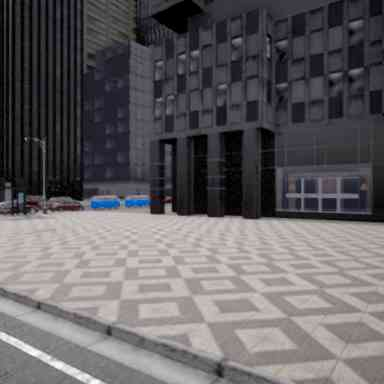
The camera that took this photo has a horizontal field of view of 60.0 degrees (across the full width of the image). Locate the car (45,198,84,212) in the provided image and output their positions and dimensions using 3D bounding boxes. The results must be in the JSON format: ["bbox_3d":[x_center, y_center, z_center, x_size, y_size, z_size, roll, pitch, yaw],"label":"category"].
[{"bbox_3d":[-14.235,1.632,37.658,1.802,1.307,4.206,0,0,35],"label":"car"}]

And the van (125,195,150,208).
[{"bbox_3d":[-7.647,1.385,46.905,1.690,1.788,3.998,0,0,35],"label":"van"}]

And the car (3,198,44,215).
[{"bbox_3d":[-17.530,1.604,33.033,2.008,1.369,4.403,0,0,35],"label":"car"}]

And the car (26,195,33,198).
[{"bbox_3d":[-21.179,1.355,42.602,2.192,1.841,5.009,0,0,35],"label":"car"}]

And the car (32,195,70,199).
[{"bbox_3d":[-17.593,1.393,43.042,2.097,1.767,4.553,0,0,36],"label":"car"}]

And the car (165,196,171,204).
[{"bbox_3d":[-4.816,1.514,60.833,1.882,1.535,5.008,0,0,36],"label":"car"}]

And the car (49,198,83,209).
[{"bbox_3d":[-17.885,1.618,47.227,1.802,1.307,4.206,0,0,35],"label":"car"}]

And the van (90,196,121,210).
[{"bbox_3d":[-10.940,1.387,42.282,1.690,1.788,3.998,0,0,35],"label":"van"}]
